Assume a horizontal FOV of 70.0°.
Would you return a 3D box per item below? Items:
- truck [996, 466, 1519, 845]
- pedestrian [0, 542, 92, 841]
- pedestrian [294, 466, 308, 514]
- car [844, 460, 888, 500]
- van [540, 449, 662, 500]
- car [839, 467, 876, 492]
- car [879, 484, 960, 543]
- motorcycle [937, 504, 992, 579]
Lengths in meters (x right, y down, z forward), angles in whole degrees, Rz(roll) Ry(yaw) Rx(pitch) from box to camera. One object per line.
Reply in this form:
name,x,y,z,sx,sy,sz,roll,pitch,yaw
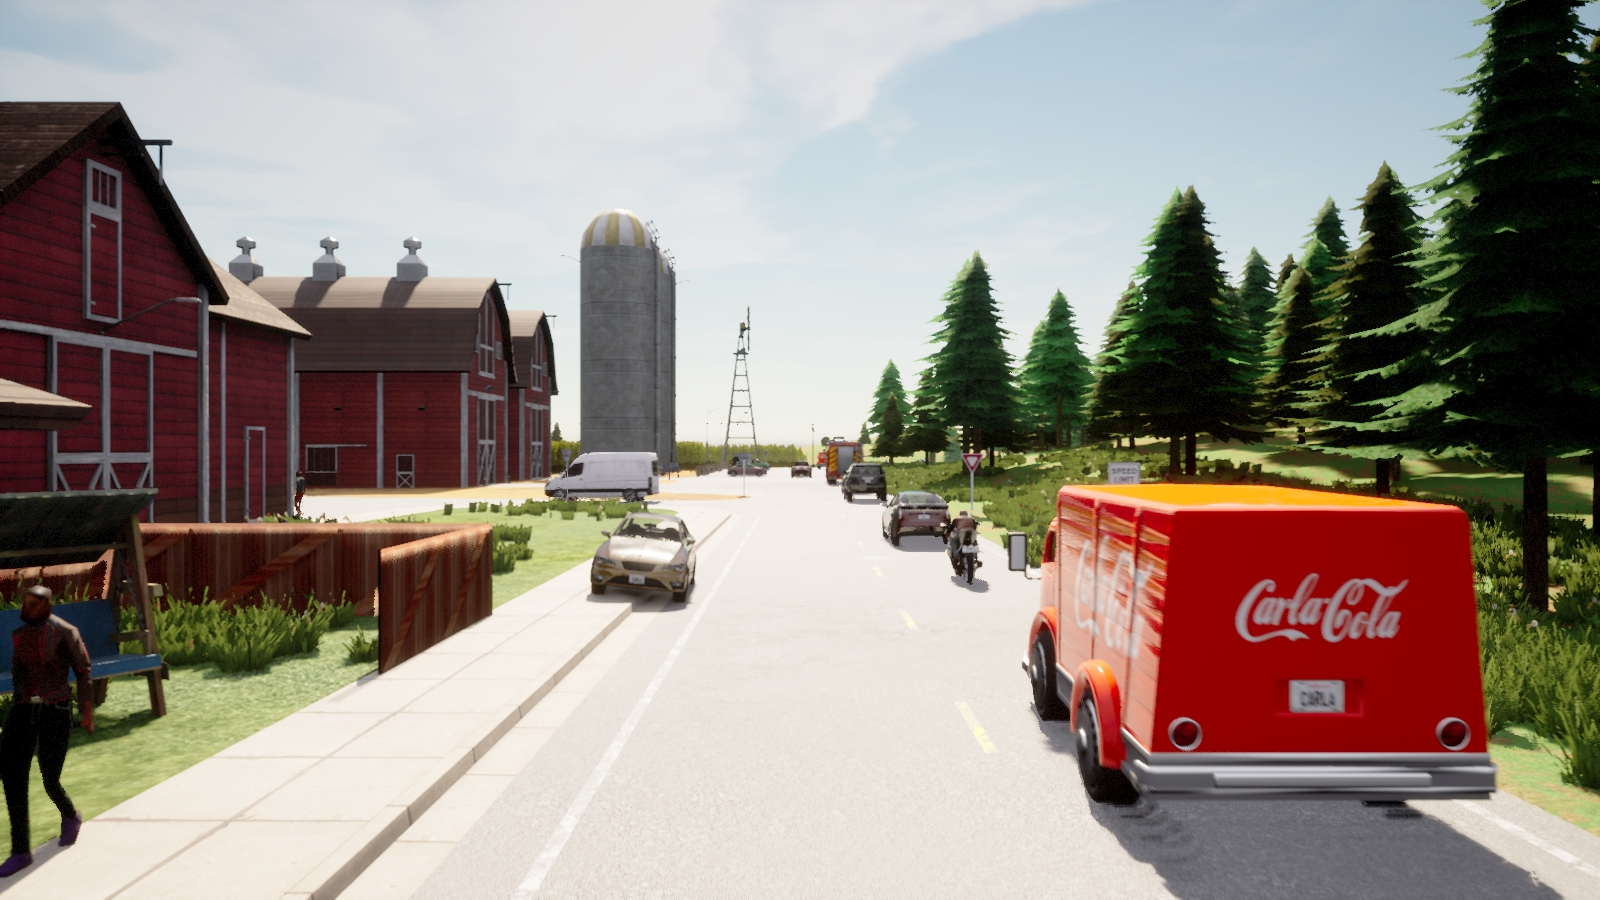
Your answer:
truck,3.530,1.422,10.312,2.627,2.467,5.204,0,0,0
pedestrian,-4.909,1.548,7.446,0.375,1.860,0.375,0,0,-5
pedestrian,-19.755,1.585,45.216,0.375,1.860,0.375,0,0,6
car,3.593,1.595,63.095,2.150,2.045,5.566,0,0,0
van,-10.252,1.267,59.114,5.915,2.561,1.988,0,1,6
car,3.631,1.856,73.254,2.128,1.511,4.902,0,0,0
car,3.553,1.875,34.826,2.007,1.525,4.514,0,0,0
motorcycle,3.538,1.943,24.711,0.867,1.460,2.209,0,0,0
